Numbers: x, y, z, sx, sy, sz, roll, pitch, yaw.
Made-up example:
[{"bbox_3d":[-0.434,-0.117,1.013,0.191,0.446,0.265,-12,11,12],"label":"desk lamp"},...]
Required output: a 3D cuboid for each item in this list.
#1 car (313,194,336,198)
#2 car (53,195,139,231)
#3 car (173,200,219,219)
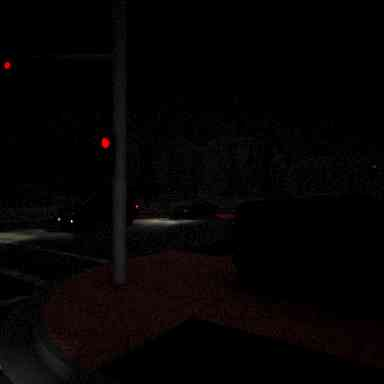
[{"bbox_3d":[14.430,1.221,35.518,2.150,2.045,5.566,0,0,39],"label":"car"},{"bbox_3d":[-5.952,1.221,21.344,2.150,2.045,5.566,0,0,38],"label":"car"},{"bbox_3d":[0.404,1.478,29.367,1.882,1.535,5.008,0,0,39],"label":"car"}]
